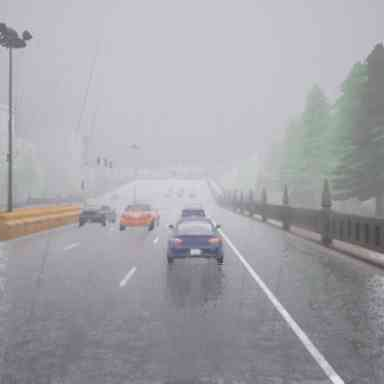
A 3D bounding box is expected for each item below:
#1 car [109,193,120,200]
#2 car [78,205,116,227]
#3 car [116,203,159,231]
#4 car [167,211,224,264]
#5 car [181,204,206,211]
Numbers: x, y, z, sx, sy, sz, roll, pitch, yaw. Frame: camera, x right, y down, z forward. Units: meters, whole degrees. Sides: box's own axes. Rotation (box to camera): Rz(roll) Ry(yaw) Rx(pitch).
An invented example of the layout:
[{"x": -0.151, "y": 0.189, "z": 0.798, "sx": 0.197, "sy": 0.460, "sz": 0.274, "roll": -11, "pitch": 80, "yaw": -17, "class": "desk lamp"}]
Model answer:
[{"x": -20.948, "y": 1.202, "z": 89.816, "sx": 2.097, "sy": 1.767, "sz": 4.553, "roll": 0, "pitch": 4, "yaw": 0, "class": "car"}, {"x": -6.901, "y": 1.699, "z": 24.711, "sx": 1.837, "sy": 1.490, "sz": 4.892, "roll": 0, "pitch": 0, "yaw": 0, "class": "car"}, {"x": -3.399, "y": 1.528, "z": 22.316, "sx": 2.097, "sy": 1.767, "sz": 4.553, "roll": 0, "pitch": 0, "yaw": 0, "class": "car"}, {"x": 0.101, "y": 1.622, "z": 12.099, "sx": 1.812, "sy": 1.442, "sz": 4.674, "roll": 0, "pitch": -1, "yaw": 0, "class": "car"}, {"x": 0.101, "y": 1.694, "z": 27.457, "sx": 1.882, "sy": 1.535, "sz": 5.008, "roll": 0, "pitch": -1, "yaw": 0, "class": "car"}]
